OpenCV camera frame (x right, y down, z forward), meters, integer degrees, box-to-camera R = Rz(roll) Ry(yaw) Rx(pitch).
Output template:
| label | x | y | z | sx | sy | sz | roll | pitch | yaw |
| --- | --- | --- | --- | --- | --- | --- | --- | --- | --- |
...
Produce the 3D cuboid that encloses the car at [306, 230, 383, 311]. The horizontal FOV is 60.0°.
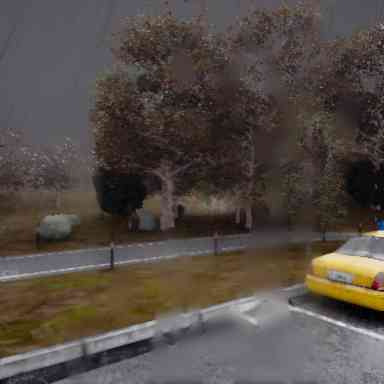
| label | x | y | z | sx | sy | sz | roll | pitch | yaw |
| --- | --- | --- | --- | --- | --- | --- | --- | --- | --- |
| car | 4.869 | 1.510 | 7.519 | 5.366 | 1.575 | 1.946 | -1 | 0 | -33 |
